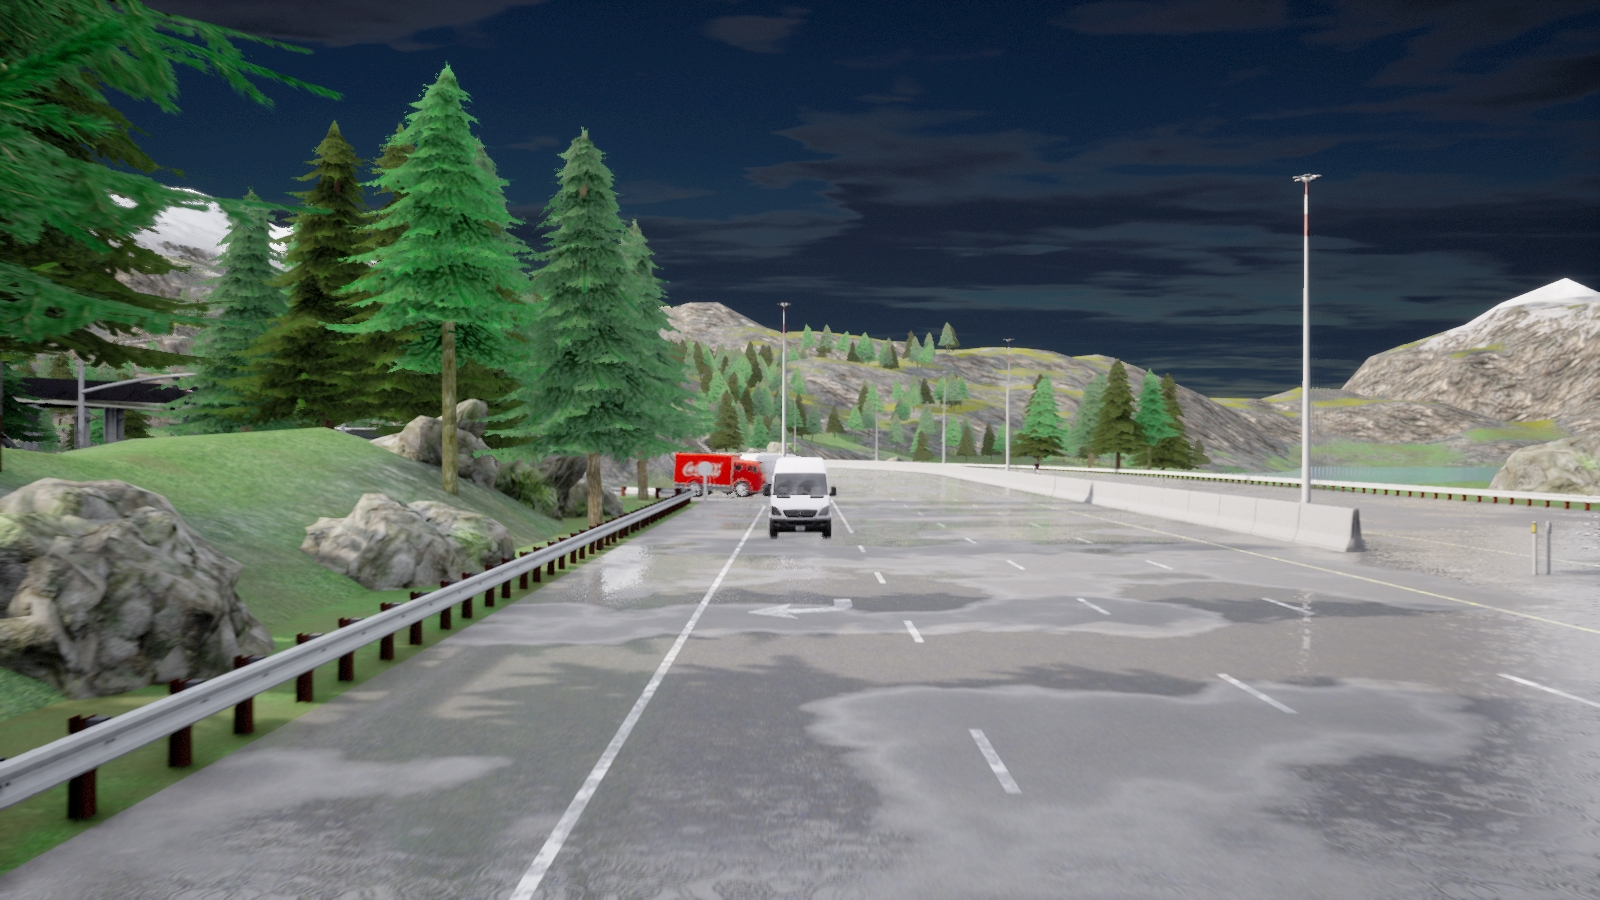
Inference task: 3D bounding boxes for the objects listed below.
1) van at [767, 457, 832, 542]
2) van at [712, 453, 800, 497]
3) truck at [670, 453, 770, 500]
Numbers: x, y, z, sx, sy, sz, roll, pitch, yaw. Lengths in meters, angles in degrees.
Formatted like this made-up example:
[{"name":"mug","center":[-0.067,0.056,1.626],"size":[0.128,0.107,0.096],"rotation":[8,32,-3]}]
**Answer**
[{"name":"van","center":[0.007,1.528,37.858],"size":[1.988,2.561,5.915],"rotation":[0,0,0]},{"name":"van","center":[-2.723,1.521,72.106],"size":[1.988,2.561,5.915],"rotation":[2,1,41]},{"name":"truck","center":[-4.616,1.514,66.436],"size":[5.204,2.467,2.627],"rotation":[2,-1,9]}]
